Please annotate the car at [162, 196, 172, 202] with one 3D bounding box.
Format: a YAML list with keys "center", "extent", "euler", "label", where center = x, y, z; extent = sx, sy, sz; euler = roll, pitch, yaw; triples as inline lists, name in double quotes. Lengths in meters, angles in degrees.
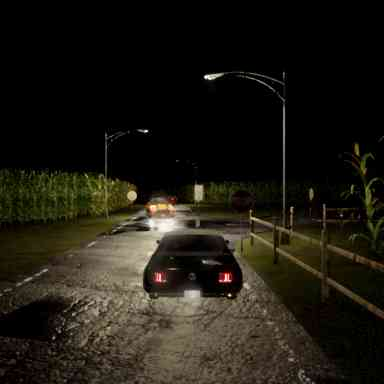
- center: [-5.951, 1.645, 78.385]
  extent: [1.994, 1.385, 4.181]
  euler: [0, 0, -9]
  label: "car"

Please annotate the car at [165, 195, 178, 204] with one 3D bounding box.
- center: [-4.024, 1.418, 64.984]
  extent: [2.097, 1.767, 4.553]
  euler: [0, 0, -8]
  label: "car"

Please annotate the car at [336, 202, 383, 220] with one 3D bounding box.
- center: [13.123, 1.370, 24.203]
  extent: [4.718, 1.301, 1.895]
  euler: [-1, 0, 3]
  label: "car"

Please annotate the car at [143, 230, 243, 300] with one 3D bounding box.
- center: [0.019, 1.601, 8.368]
  extent: [1.895, 1.301, 4.718]
  euler: [0, 0, 0]
  label: "car"

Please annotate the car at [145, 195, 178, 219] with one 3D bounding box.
- center: [-2.956, 1.366, 29.738]
  extent: [2.097, 1.767, 4.553]
  euler: [0, 0, -14]
  label: "car"

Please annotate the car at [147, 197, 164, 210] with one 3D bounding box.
- center: [-4.854, 1.524, 44.908]
  extent: [2.128, 1.511, 4.902]
  euler: [0, 0, -5]
  label: "car"

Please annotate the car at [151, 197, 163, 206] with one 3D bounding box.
- center: [-6.230, 1.602, 59.057]
  extent: [2.033, 1.411, 5.357]
  euler: [0, 0, -6]
  label: "car"
